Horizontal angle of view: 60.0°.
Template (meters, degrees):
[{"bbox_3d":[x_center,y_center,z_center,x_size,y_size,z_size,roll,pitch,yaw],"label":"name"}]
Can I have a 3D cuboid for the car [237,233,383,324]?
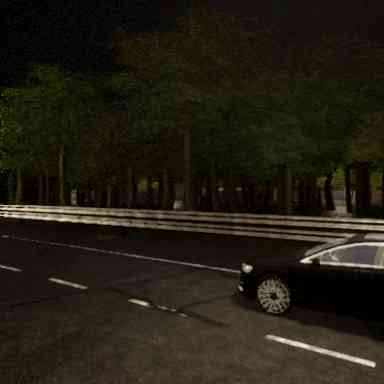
[{"bbox_3d":[3.193,1.493,5.891,4.902,1.511,2.128,0,0,36],"label":"car"}]
